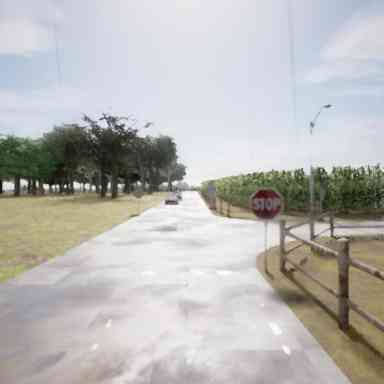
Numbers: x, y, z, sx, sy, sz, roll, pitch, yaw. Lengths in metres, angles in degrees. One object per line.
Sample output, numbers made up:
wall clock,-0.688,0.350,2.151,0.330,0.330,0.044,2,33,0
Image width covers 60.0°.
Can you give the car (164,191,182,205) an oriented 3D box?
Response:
car,-2.853,1.015,47.187,2.033,1.411,5.357,0,1,0
